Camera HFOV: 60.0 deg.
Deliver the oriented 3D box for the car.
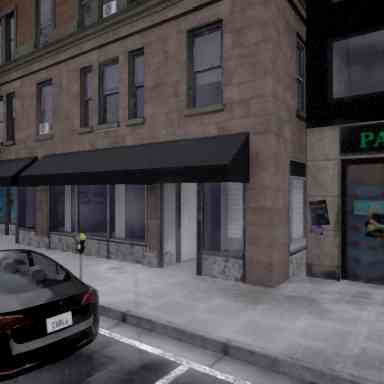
[{"bbox_3d":[-3.250,1.566,5.126,4.313,1.339,1.947,0,0,36],"label":"car"}]
